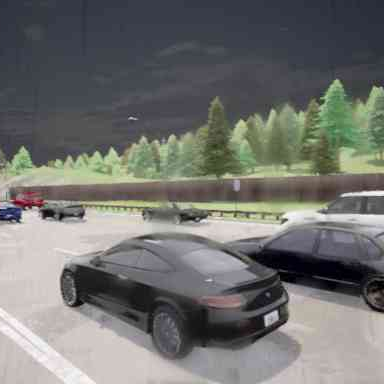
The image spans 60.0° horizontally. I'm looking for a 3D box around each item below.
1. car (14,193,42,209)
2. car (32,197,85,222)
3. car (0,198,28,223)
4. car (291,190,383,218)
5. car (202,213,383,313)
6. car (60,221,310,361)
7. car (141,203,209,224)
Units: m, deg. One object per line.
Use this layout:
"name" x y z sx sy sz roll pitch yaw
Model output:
"car" -19.756 1.116 39.892 2.150 2.045 5.566 -2 1 -45
"car" -9.823 1.365 24.989 2.128 1.511 4.902 -2 1 -45
"car" -14.122 1.455 24.343 1.882 1.535 5.008 -2 1 -45
"car" 5.266 0.962 9.852 2.150 2.045 5.566 -2 1 -45
"car" 2.919 1.375 7.262 2.033 1.411 5.357 -2 1 -45
"car" -0.619 1.451 5.855 1.812 1.442 4.674 -2 1 -45
"car" -1.224 1.332 21.326 1.895 1.301 4.718 -2 1 -45
